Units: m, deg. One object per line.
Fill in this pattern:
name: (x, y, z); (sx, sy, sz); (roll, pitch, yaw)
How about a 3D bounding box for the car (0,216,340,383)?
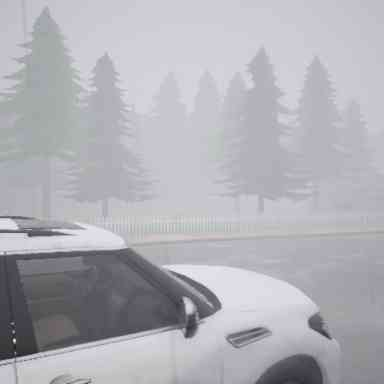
car: (-1.310, 1.218, 2.542); (5.566, 2.045, 2.150); (0, 0, -32)
